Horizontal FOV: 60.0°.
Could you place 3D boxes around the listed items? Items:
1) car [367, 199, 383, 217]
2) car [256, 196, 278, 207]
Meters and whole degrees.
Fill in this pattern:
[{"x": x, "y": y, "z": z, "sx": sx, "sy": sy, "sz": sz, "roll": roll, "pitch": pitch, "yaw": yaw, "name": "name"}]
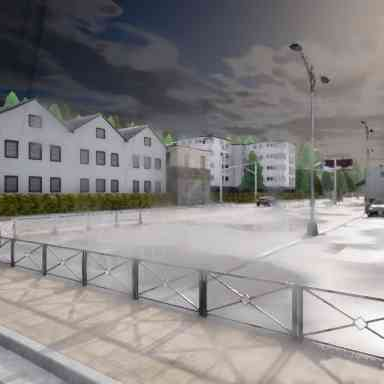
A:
[{"x": 15.421, "y": 1.298, "z": 26.811, "sx": 2.007, "sy": 1.523, "sz": 4.514, "roll": 0, "pitch": 0, "yaw": 35, "name": "car"}, {"x": 10.673, "y": 1.313, "z": 47.132, "sx": 1.837, "sy": 1.490, "sz": 4.892, "roll": 0, "pitch": 0, "yaw": 32, "name": "car"}]
